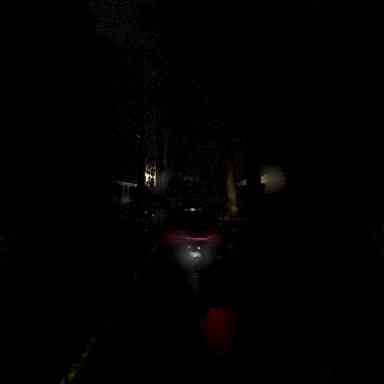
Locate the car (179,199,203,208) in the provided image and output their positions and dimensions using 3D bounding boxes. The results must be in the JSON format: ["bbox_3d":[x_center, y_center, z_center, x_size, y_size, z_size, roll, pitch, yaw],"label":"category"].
[{"bbox_3d":[0.099,1.594,31.477,2.033,1.411,5.357,0,0,0],"label":"car"}]

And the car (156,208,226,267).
[{"bbox_3d":[0.088,1.519,11.558,2.128,1.511,4.902,0,0,0],"label":"car"}]

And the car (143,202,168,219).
[{"bbox_3d":[-3.100,1.594,29.618,2.033,1.411,5.357,0,0,0],"label":"car"}]

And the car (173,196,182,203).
[{"bbox_3d":[-2.999,1.525,69.666,1.837,1.490,4.892,0,0,0],"label":"car"}]
